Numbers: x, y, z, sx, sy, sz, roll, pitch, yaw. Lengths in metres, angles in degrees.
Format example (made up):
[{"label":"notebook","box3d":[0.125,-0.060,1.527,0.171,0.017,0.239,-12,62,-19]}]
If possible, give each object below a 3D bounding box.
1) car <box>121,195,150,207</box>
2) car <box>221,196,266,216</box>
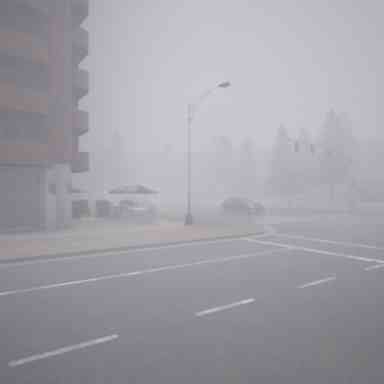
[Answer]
[{"label":"car","box3d":[-8.091,1.248,47.368,4.553,1.767,2.097,0,0,36]},{"label":"car","box3d":[4.825,1.244,31.680,2.097,1.767,4.553,0,0,-36]}]
